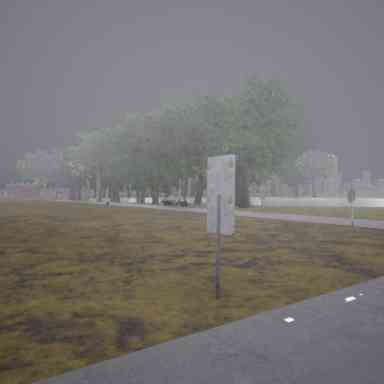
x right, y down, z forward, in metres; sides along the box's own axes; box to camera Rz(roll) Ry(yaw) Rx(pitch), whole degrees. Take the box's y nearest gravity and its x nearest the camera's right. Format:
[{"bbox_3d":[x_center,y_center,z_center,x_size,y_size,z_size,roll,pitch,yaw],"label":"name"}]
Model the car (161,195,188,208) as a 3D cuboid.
[{"bbox_3d":[-2.551,1.258,47.023,2.097,1.767,4.553,1,-1,-35],"label":"car"}]
